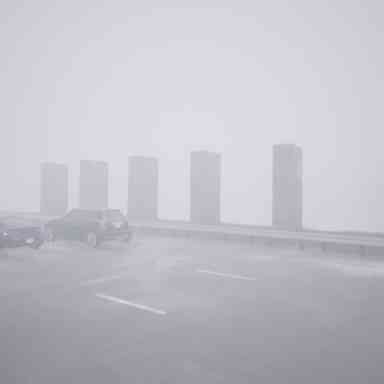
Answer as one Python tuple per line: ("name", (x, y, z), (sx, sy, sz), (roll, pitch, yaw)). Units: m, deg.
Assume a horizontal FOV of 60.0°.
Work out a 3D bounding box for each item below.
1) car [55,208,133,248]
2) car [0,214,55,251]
("car", (-5.056, 1.531, 15.950), (4.553, 1.767, 2.097), (0, -1, 34))
("car", (-7.989, 1.645, 13.699), (4.674, 1.442, 1.812), (0, -1, 33))
